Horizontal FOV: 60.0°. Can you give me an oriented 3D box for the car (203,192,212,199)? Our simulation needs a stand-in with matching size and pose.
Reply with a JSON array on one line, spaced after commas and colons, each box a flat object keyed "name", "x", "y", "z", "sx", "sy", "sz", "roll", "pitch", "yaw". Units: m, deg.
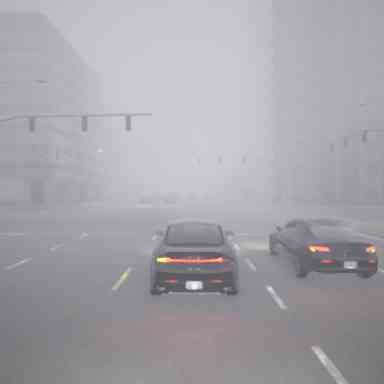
[{"name": "car", "x": 3.503, "y": 0.796, "z": 74.002, "sx": 1.812, "sy": 1.442, "sz": 4.674, "roll": 0, "pitch": 0, "yaw": 0}]

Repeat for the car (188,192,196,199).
[{"name": "car", "x": 0.003, "y": 0.797, "z": 74.002, "sx": 2.128, "sy": 1.511, "sz": 4.902, "roll": 0, "pitch": 0, "yaw": 0}]

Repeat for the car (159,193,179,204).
[{"name": "car", "x": -3.567, "y": 1.075, "z": 52.599, "sx": 1.882, "sy": 1.535, "sz": 5.008, "roll": 0, "pitch": 1, "yaw": 0}]

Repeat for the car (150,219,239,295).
[{"name": "car", "x": 0.058, "y": 1.439, "z": 8.498, "sx": 1.837, "sy": 1.490, "sz": 4.892, "roll": 0, "pitch": 0, "yaw": 0}]

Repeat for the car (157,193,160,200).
[{"name": "car", "x": -7.004, "y": 0.957, "z": 67.541, "sx": 1.882, "sy": 1.535, "sz": 5.008, "roll": 0, "pitch": 1, "yaw": 0}]

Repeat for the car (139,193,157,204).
[{"name": "car", "x": -7.071, "y": 1.202, "z": 51.962, "sx": 1.895, "sy": 1.301, "sz": 4.718, "roll": 0, "pitch": 0, "yaw": 0}]

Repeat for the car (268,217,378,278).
[{"name": "car", "x": 3.564, "y": 1.450, "z": 9.753, "sx": 1.812, "sy": 1.442, "sz": 4.674, "roll": 0, "pitch": 0, "yaw": 0}]
